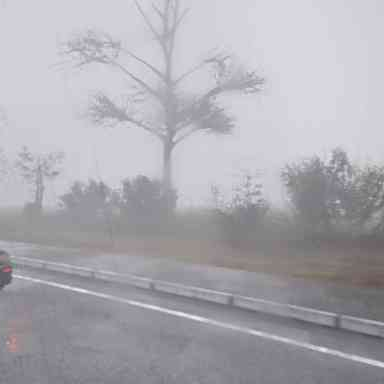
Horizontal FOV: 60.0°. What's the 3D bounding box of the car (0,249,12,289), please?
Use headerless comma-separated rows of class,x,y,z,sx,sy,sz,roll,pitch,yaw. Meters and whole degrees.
car,-6.037,1.541,7.635,4.674,1.442,1.812,0,0,31
